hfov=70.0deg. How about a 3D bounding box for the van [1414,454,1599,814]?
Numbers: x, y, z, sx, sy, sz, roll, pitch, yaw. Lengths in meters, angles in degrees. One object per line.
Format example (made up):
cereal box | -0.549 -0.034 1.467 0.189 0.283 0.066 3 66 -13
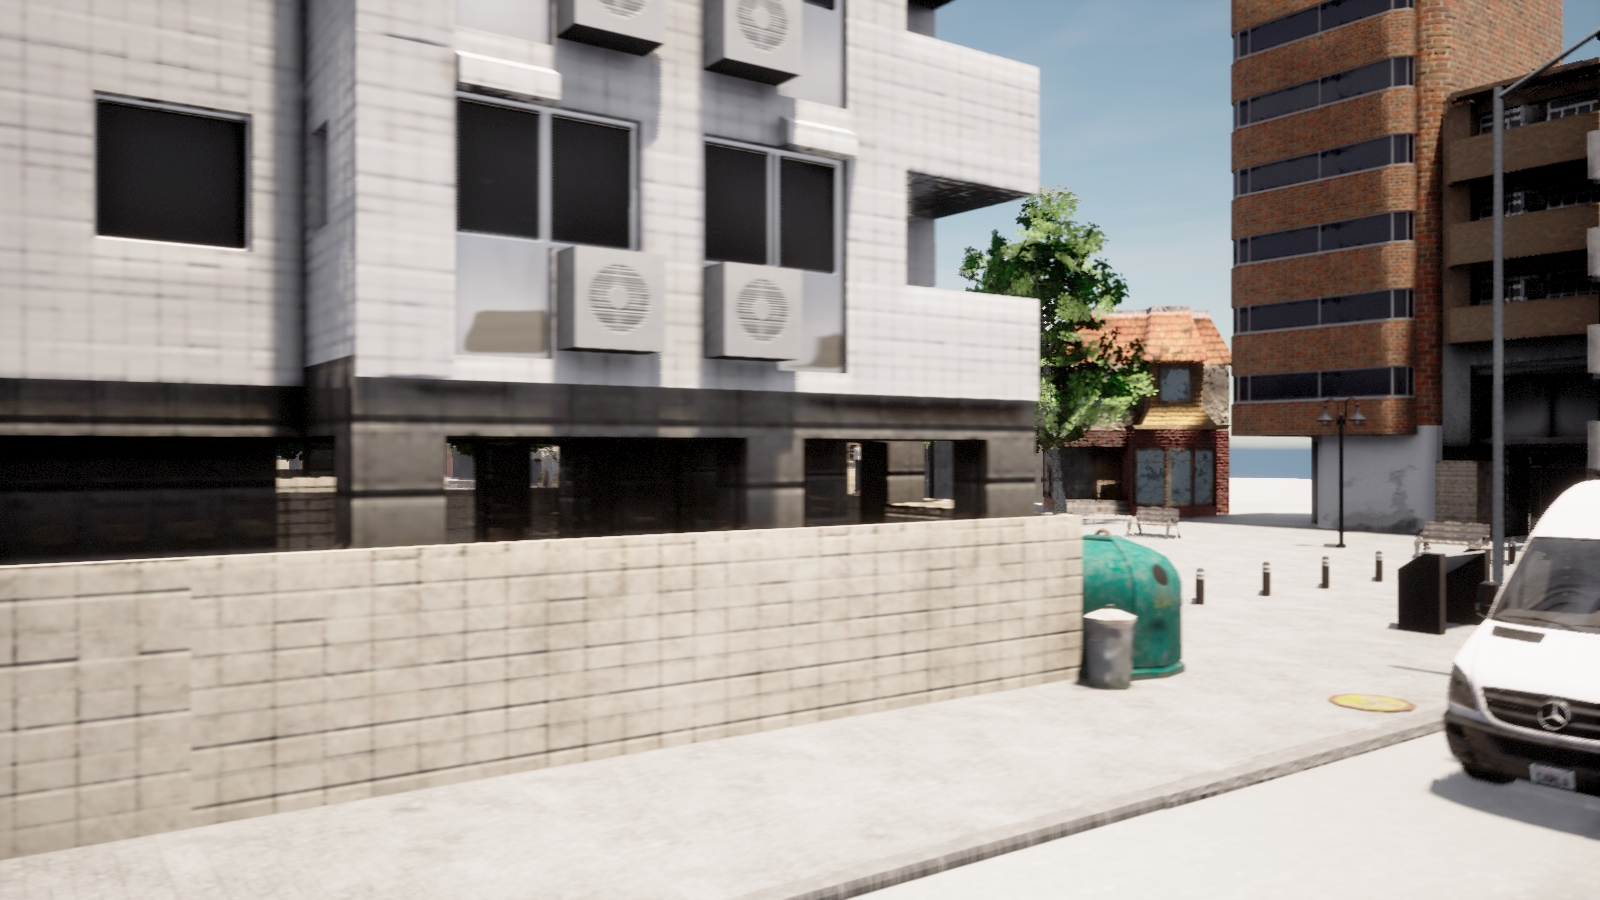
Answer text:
van | 7.958 1.314 10.090 5.915 2.561 1.988 0 0 -35
